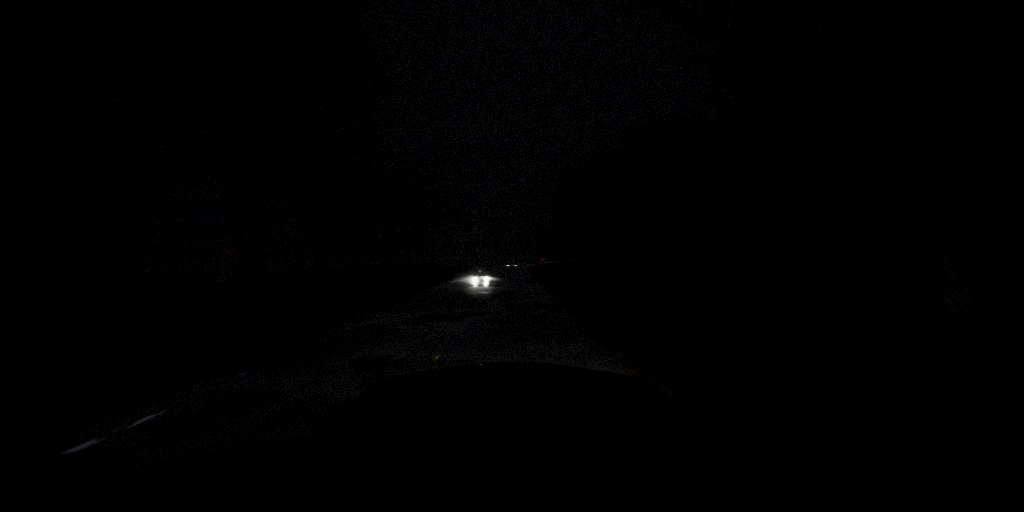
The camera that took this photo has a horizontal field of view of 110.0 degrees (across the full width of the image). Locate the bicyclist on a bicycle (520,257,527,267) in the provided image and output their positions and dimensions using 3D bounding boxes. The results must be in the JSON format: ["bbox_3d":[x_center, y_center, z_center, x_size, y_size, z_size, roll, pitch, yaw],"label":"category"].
[{"bbox_3d":[1.791,1.066,62.761,0.659,1.776,1.843,0,0,6],"label":"bicyclist on a bicycle"}]

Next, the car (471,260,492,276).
[{"bbox_3d":[-3.084,1.223,37.242,2.128,1.511,4.902,0,0,0],"label":"car"}]
